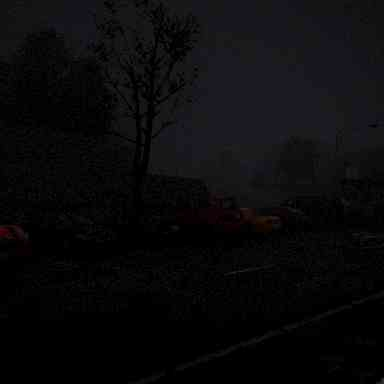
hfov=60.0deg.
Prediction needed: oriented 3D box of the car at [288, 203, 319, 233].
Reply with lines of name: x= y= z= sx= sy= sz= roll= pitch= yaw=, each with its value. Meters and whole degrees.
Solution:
car: x=4.773 y=1.550 z=19.915 sx=4.674 sy=1.452 sz=2.002 roll=-1 pitch=-1 yaw=35

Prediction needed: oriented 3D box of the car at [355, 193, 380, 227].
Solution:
car: x=9.711 y=1.268 z=23.383 sx=5.566 sy=2.045 sz=2.435 roll=-1 pitch=-1 yaw=35

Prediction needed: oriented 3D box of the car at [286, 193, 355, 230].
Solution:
car: x=7.199 y=1.264 z=21.675 sx=5.566 sy=2.045 sz=2.435 roll=-1 pitch=-1 yaw=35

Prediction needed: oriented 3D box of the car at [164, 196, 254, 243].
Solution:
car: x=-0.150 y=1.249 z=16.455 sx=5.566 sy=2.045 sz=2.435 roll=-1 pitch=-1 yaw=34

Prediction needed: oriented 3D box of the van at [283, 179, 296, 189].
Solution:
van: x=20.844 y=-1.489 z=67.527 sx=1.878 sy=1.987 sz=4.442 roll=7 pitch=4 yaw=35

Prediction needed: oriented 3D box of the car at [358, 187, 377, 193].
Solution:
car: x=29.517 y=0.138 z=55.315 sx=2.002 sy=1.452 sz=4.674 roll=7 pitch=3 yaw=35

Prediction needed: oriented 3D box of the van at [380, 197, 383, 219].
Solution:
van: x=12.247 y=1.298 z=25.055 sx=4.442 sy=1.987 sz=1.878 roll=-1 pitch=-1 yaw=35

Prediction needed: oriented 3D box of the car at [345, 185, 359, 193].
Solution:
car: x=27.824 y=-0.425 z=57.786 sx=2.435 sy=2.045 sz=5.566 roll=7 pitch=3 yaw=35

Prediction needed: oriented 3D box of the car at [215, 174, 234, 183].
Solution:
car: x=8.845 y=-3.174 z=85.011 sx=1.946 sy=1.575 sz=5.366 roll=7 pitch=3 yaw=34

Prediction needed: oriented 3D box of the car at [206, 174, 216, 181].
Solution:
car: x=6.992 y=-3.697 z=87.268 sx=2.435 sy=2.045 sz=5.566 roll=7 pitch=3 yaw=34

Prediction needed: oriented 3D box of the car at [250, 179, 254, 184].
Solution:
car: x=15.702 y=-2.042 z=75.045 sx=2.002 sy=1.452 sz=4.674 roll=7 pitch=3 yaw=35

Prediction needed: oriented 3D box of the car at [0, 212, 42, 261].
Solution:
car: x=-7.476 y=1.367 z=11.231 sx=4.553 sy=1.767 sz=2.185 roll=-1 pitch=-1 yaw=34

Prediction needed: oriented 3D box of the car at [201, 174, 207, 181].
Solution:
car: x=5.195 y=-3.849 z=89.732 sx=2.185 sy=1.767 sz=4.553 roll=6 pitch=3 yaw=34

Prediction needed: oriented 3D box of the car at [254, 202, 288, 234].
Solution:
car: x=2.168 y=1.504 z=18.285 sx=5.366 sy=1.575 sz=1.946 roll=-1 pitch=-1 yaw=35

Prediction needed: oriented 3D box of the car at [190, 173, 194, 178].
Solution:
car: x=1.689 y=-4.361 z=94.547 sx=2.435 sy=2.045 sz=5.566 roll=1 pitch=-1 yaw=34

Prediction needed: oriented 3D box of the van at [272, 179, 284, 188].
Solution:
van: x=19.113 y=-1.763 z=69.997 sx=1.878 sy=1.987 sz=4.442 roll=7 pitch=4 yaw=35

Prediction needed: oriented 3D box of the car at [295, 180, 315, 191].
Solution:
car: x=22.607 y=-0.991 z=65.166 sx=2.231 sy=1.521 sz=4.892 roll=7 pitch=3 yaw=35

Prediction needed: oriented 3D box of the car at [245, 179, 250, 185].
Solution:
car: x=13.958 y=-2.316 z=77.505 sx=2.002 sy=1.452 sz=4.674 roll=7 pitch=3 yaw=35

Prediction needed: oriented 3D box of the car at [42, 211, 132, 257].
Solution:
car: x=-5.011 y=1.495 z=12.959 sx=4.892 sy=1.521 sz=2.231 roll=-1 pitch=-1 yaw=34

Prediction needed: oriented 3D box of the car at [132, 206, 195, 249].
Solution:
car: x=-2.593 y=1.525 z=14.708 sx=4.792 sy=1.488 sz=2.163 roll=-1 pitch=-1 yaw=34

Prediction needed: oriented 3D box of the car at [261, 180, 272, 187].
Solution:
car: x=17.536 y=-1.810 z=72.726 sx=1.946 sy=1.575 sz=5.366 roll=7 pitch=3 yaw=35

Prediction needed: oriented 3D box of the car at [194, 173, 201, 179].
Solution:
car: x=3.463 y=-4.083 z=92.201 sx=2.185 sy=1.767 sz=4.553 roll=4 pitch=1 yaw=33
